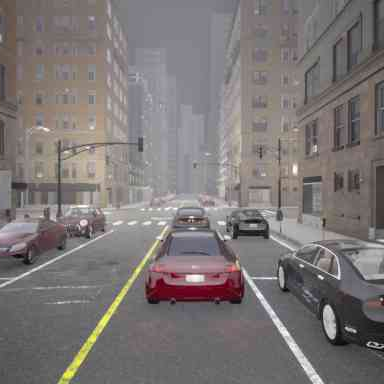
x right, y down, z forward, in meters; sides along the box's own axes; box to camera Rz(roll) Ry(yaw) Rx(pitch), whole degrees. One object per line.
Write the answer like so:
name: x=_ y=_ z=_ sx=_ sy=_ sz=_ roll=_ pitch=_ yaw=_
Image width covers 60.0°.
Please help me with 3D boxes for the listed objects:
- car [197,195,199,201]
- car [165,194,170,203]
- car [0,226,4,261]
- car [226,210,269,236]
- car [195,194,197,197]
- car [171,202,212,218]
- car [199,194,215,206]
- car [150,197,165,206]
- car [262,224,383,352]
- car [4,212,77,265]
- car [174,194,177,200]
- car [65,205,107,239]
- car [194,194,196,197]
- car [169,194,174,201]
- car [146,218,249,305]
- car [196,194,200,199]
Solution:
car: x=2.588 y=1.606 z=65.068 sx=2.008 sy=1.369 sz=4.403 roll=0 pitch=0 yaw=0
car: x=-5.937 y=1.606 z=65.037 sx=2.008 sy=1.369 sz=4.403 roll=0 pitch=0 yaw=0
car: x=-5.697 y=1.566 z=6.115 sx=1.947 sy=1.339 sz=4.313 roll=0 pitch=0 yaw=0
car: x=2.773 y=1.566 z=17.160 sx=1.947 sy=1.339 sz=4.313 roll=0 pitch=0 yaw=0
car: x=2.517 y=1.560 z=86.704 sx=1.967 sy=1.590 sz=4.097 roll=0 pitch=0 yaw=0
car: x=-0.046 y=1.505 z=17.069 sx=1.837 sy=1.490 sz=4.892 roll=0 pitch=0 yaw=0
car: x=2.621 y=1.475 z=54.250 sx=1.967 sy=1.590 sz=4.097 roll=0 pitch=0 yaw=0
car: x=-5.903 y=1.617 z=54.221 sx=1.802 sy=1.307 sz=4.206 roll=0 pitch=0 yaw=0
car: x=2.828 y=1.550 z=6.158 sx=2.008 sy=1.369 sz=4.403 roll=0 pitch=0 yaw=0
car: x=-5.725 y=1.582 z=11.617 sx=1.802 sy=1.307 sz=4.206 roll=0 pitch=0 yaw=0
car: x=-6.025 y=1.456 z=92.081 sx=2.192 sy=1.841 sz=5.009 roll=0 pitch=0 yaw=0
car: x=-5.752 y=1.441 z=17.118 sx=1.967 sy=1.590 sz=4.097 roll=0 pitch=0 yaw=0
car: x=2.499 y=1.456 z=92.113 sx=2.192 sy=1.841 sz=5.009 roll=0 pitch=0 yaw=0
car: x=-5.989 y=1.625 z=81.093 sx=1.752 sy=1.417 sz=4.829 roll=0 pitch=0 yaw=0
car: x=0.042 y=1.564 z=8.156 sx=1.994 sy=1.385 sz=4.181 roll=0 pitch=0 yaw=-1
car: x=2.552 y=1.523 z=75.886 sx=1.967 sy=1.590 sz=4.097 roll=0 pitch=0 yaw=0
